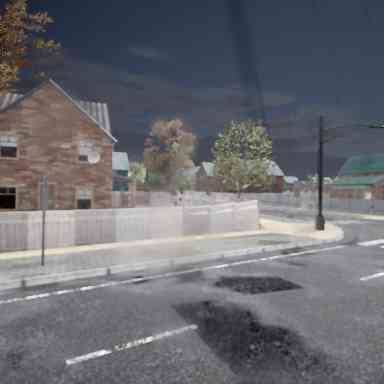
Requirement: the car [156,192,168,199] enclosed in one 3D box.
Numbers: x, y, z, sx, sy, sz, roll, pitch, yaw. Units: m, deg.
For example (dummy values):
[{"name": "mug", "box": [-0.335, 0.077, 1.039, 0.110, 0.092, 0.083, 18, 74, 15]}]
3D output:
[{"name": "car", "box": [-5.717, 0.655, 61.987, 1.812, 1.442, 4.674, 1, 0, -20]}]
